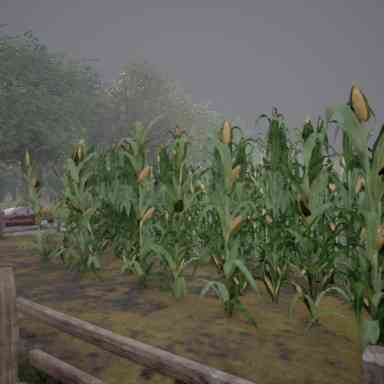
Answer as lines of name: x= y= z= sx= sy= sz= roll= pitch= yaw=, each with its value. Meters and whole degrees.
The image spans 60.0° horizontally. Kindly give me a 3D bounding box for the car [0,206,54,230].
car: x=-12.524 y=1.818 z=23.973 sx=1.882 sy=1.535 sz=5.008 roll=0 pitch=-1 yaw=34
